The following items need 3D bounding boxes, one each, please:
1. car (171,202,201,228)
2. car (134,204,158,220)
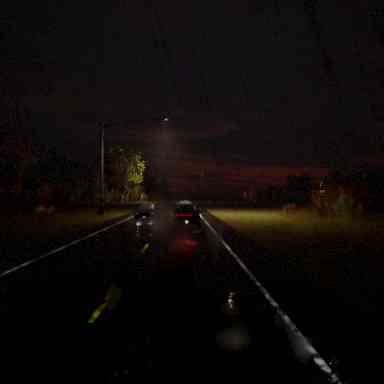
[{"bbox_3d":[-0.411,1.693,23.970,1.837,1.490,4.892,0,0,-2],"label":"car"},{"bbox_3d":[-4.219,1.797,31.490,2.033,1.411,5.357,0,0,-2],"label":"car"}]
